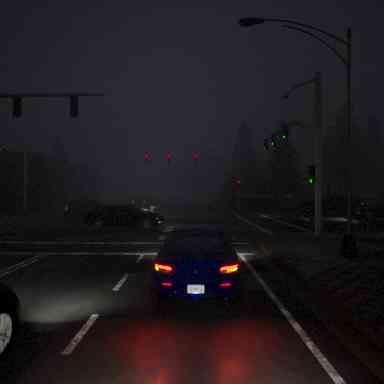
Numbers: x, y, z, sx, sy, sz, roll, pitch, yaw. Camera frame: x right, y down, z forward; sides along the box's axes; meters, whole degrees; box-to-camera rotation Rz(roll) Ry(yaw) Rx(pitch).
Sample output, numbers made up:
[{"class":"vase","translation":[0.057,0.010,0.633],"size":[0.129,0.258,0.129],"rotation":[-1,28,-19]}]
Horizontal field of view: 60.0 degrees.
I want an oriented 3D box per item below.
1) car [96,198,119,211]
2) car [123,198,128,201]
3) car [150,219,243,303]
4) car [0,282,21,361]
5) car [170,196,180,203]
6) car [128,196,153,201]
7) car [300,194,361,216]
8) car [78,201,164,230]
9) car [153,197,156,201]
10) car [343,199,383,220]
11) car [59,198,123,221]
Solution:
[{"class":"car","translation":[-10.645,1.526,42.293],"size":[1.812,1.442,4.674],"rotation":[0,0,0]},{"class":"car","translation":[-10.648,1.601,51.392],"size":[1.895,1.301,4.718],"rotation":[0,0,0]},{"class":"car","translation":[0.130,1.526,8.088],"size":[1.812,1.442,4.674],"rotation":[0,0,2]},{"class":"car","translation":[-3.442,1.505,2.954],"size":[1.837,1.490,4.892],"rotation":[0,0,0]},{"class":"car","translation":[-3.483,1.477,69.597],"size":[1.882,1.535,5.008],"rotation":[0,0,0]},{"class":"car","translation":[-7.149,1.352,46.353],"size":[2.097,1.767,4.553],"rotation":[0,0,0]},{"class":"car","translation":[13.062,1.222,31.107],"size":[5.566,2.045,2.150],"rotation":[0,0,0]},{"class":"car","translation":[-4.152,1.505,20.585],"size":[4.892,1.490,1.837],"rotation":[0,0,2]},{"class":"car","translation":[-7.136,1.505,55.495],"size":[1.837,1.490,4.892],"rotation":[0,0,0]},{"class":"car","translation":[15.883,1.547,27.608],"size":[5.357,1.411,2.033],"rotation":[0,0,0]},{"class":"car","translation":[-8.492,1.352,27.626],"size":[4.553,1.767,2.097],"rotation":[0,0,-34]}]
